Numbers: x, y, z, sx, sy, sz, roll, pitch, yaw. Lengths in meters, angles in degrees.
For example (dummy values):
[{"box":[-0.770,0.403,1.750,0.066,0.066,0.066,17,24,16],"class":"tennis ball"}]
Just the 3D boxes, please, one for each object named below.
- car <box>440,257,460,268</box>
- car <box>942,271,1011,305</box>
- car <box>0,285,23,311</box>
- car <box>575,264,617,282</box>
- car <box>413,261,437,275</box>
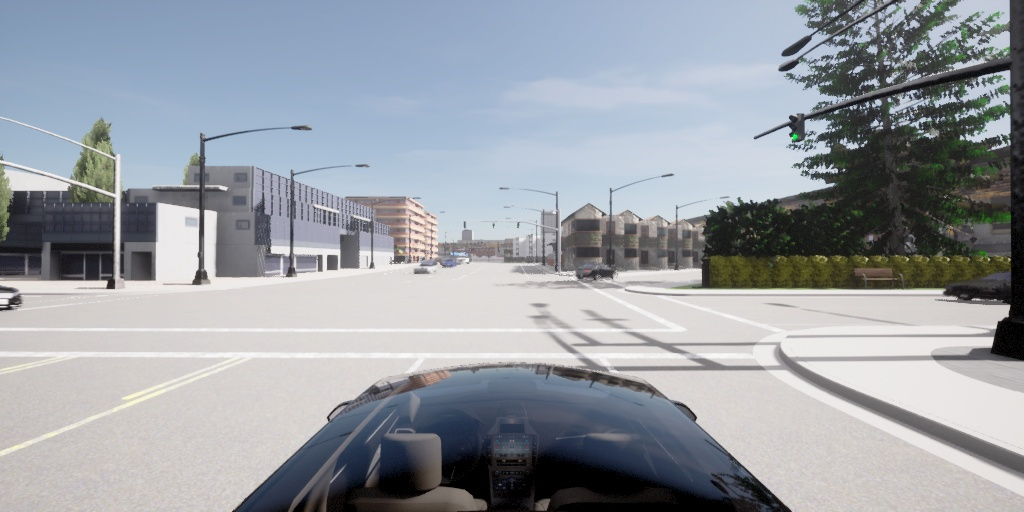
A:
[{"box":[-10.567,1.298,60.608,1.812,1.442,4.674,0,1,0],"class":"car"},{"box":[22.409,1.355,15.636,5.357,1.411,2.033,0,-1,0],"class":"car"},{"box":[-20.211,1.300,12.406,4.902,1.511,2.128,1,0,-1],"class":"car"},{"box":[7.549,1.448,31.917,2.128,1.511,4.902,-1,-1,44],"class":"car"},{"box":[-10.592,1.567,43.850,1.895,1.301,4.718,0,0,0],"class":"car"}]
